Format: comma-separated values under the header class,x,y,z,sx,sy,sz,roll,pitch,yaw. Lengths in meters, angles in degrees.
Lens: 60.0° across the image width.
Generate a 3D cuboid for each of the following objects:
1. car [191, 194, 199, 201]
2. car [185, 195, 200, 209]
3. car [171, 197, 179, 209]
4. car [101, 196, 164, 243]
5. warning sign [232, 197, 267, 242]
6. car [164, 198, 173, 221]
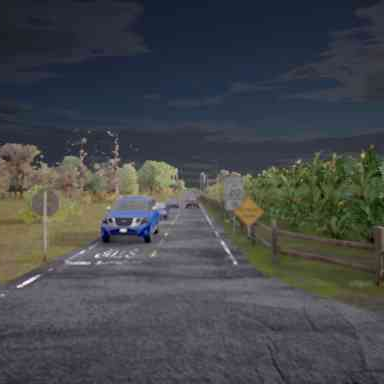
class,x,y,z,sx,sy,sz,roll,pitch,yaw
car,0.874,1.345,89.224,2.097,1.767,4.553,0,0,1
car,0.086,1.542,46.928,1.837,1.490,4.892,0,0,0
car,-2.808,1.543,46.561,1.837,1.490,4.892,0,0,1
car,-2.856,1.247,16.595,2.150,2.045,5.566,0,0,0
warning sign,2.443,1.137,14.265,1.300,1.860,1.060,0,0,0
car,-2.855,1.563,28.158,1.812,1.442,4.674,0,1,0
